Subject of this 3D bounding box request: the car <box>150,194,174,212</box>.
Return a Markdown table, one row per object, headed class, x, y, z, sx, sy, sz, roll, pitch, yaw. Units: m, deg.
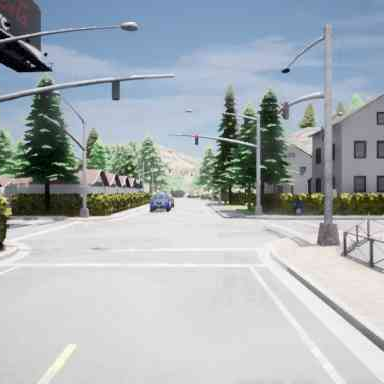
| class | x | y | z | sx | sy | sz | roll | pitch | yaw |
| --- | --- | --- | --- | --- | --- | --- | --- | --- | --- |
| car | -3.611 | 1.219 | 39.005 | 2.150 | 2.045 | 5.566 | 0 | 0 | 0 |
